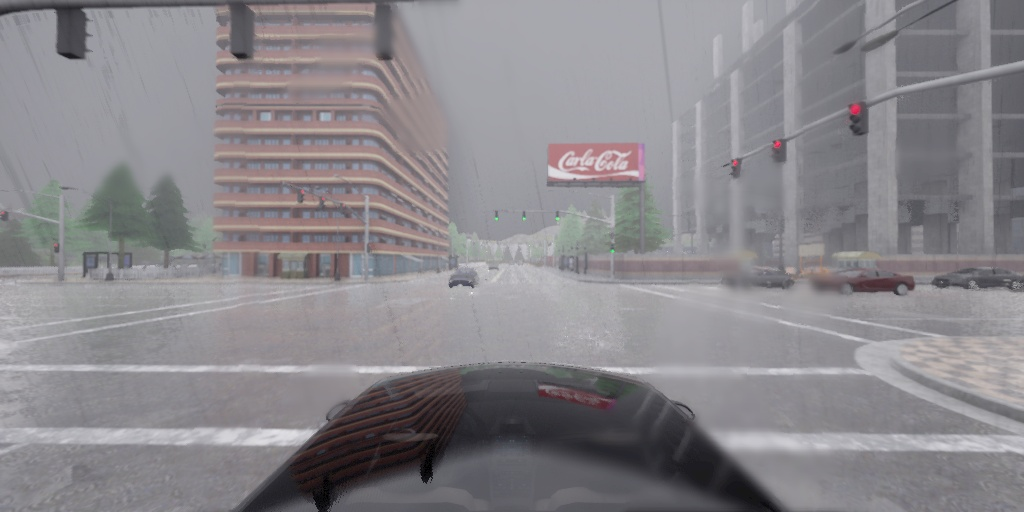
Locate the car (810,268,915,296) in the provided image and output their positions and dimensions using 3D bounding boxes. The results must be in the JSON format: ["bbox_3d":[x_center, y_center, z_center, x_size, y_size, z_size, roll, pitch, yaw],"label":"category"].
[{"bbox_3d":[20.288,1.464,20.916,5.008,1.535,1.882,0,-1,0],"label":"car"}]

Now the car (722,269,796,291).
[{"bbox_3d":[16.768,1.594,24.432,4.181,1.385,1.994,0,-1,0],"label":"car"}]

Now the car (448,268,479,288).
[{"bbox_3d":[-3.525,1.644,27.124,2.033,1.411,5.357,0,0,0],"label":"car"}]

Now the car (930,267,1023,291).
[{"bbox_3d":[31.567,1.533,24.356,4.892,1.490,1.837,0,-1,0],"label":"car"}]
